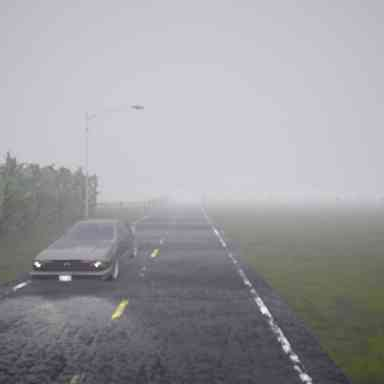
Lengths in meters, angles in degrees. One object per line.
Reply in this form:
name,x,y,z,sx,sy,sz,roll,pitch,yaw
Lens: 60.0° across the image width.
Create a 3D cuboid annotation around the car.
car,-2.843,1.557,10.132,2.033,1.411,5.357,0,0,0
